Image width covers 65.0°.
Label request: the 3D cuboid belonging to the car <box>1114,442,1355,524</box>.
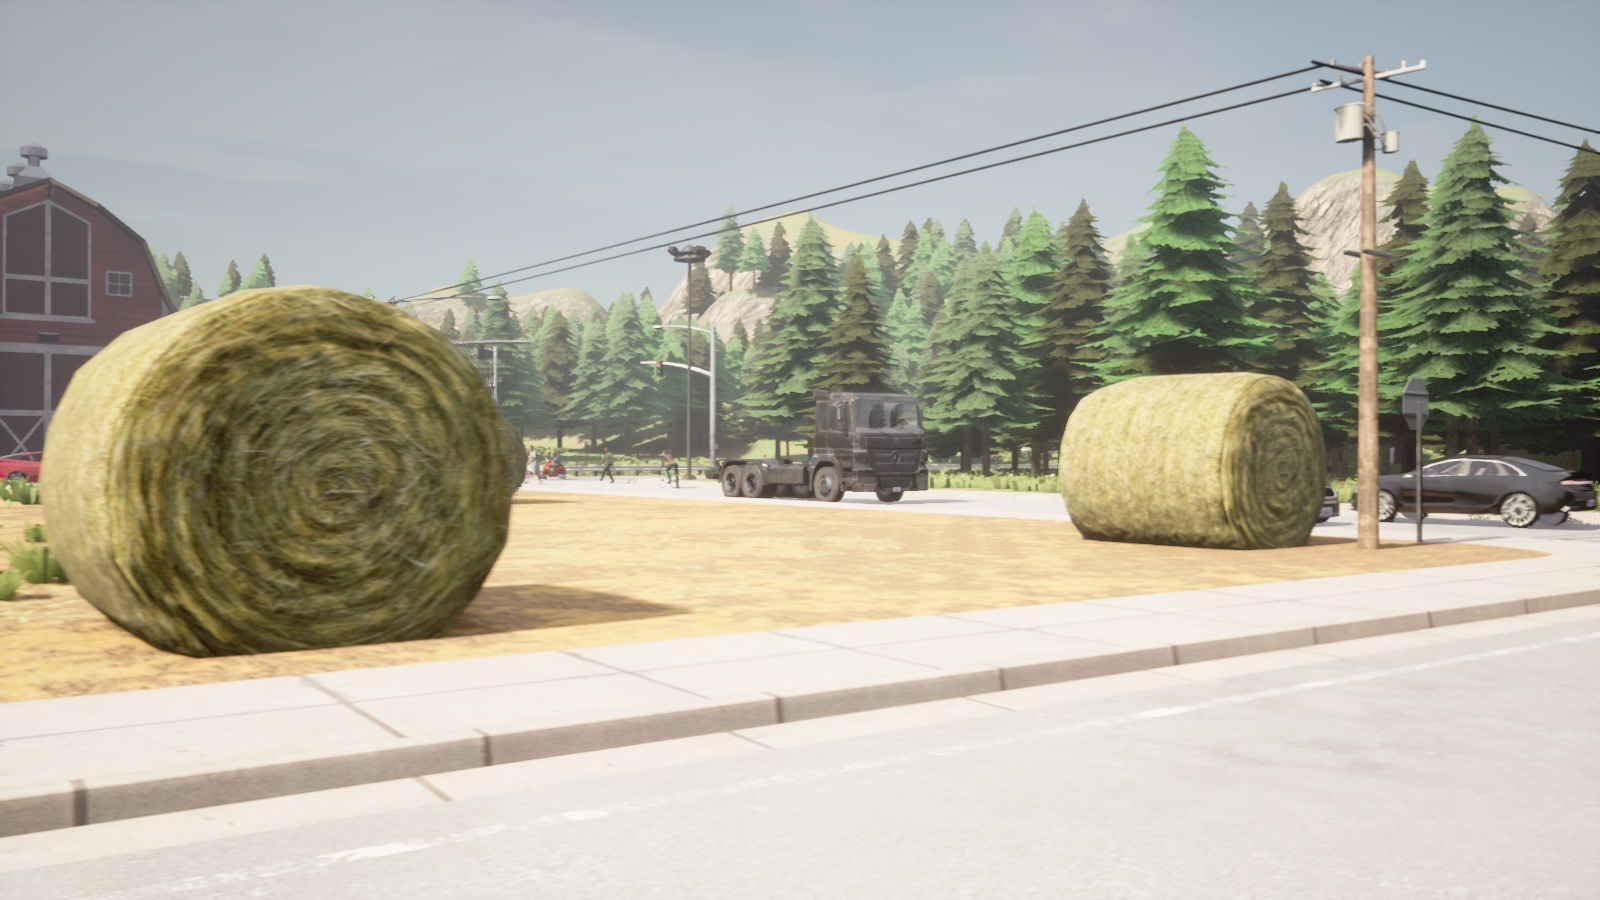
[{"bbox_3d":[9.602,0.673,28.088,2.242,1.667,4.611,0,0,-37],"label":"car"}]

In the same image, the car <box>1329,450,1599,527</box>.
[{"bbox_3d":[14.465,0.773,27.455,2.128,1.511,4.902,0,0,-39],"label":"car"}]

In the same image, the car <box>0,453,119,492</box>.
[{"bbox_3d":[-30.739,0.888,51.636,4.514,1.525,2.007,0,0,-39],"label":"car"}]

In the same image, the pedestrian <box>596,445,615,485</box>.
[{"bbox_3d":[-9.521,0.746,61.469,0.788,1.949,0.423,0,0,-36],"label":"pedestrian"}]

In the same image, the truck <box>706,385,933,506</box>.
[{"bbox_3d":[0.413,-0.105,40.005,2.891,3.462,7.936,0,0,-38],"label":"truck"}]

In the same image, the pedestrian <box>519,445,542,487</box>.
[{"bbox_3d":[-12.737,0.743,59.354,0.873,1.952,0.659,0,0,-36],"label":"pedestrian"}]

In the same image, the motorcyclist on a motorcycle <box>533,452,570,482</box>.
[{"bbox_3d":[-13.725,0.917,69.311,0.866,1.590,1.817,2,1,41],"label":"motorcyclist on a motorcycle"}]
